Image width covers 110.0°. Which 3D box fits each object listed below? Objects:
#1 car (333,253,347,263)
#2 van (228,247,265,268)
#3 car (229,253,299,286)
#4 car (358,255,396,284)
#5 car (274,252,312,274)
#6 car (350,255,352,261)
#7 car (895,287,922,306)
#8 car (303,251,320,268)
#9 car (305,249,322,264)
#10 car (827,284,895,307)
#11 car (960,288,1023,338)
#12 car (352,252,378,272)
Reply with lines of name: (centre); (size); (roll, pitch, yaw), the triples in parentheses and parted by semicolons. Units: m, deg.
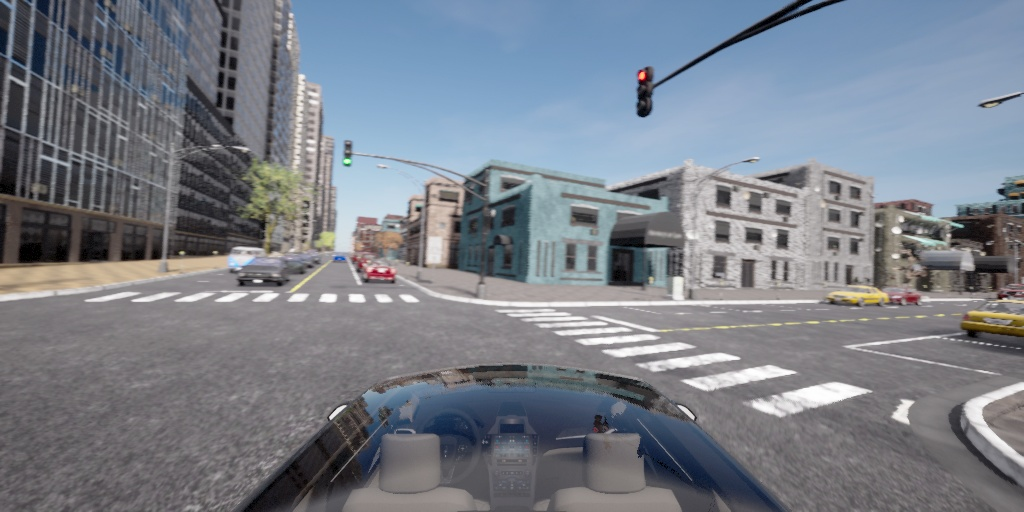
car: (-27.801, 0.266, 58.017); (1.882, 1.535, 5.008); (3, -1, -25)
van: (-19.019, 0.280, 25.748); (1.690, 1.789, 3.998); (0, 0, -25)
car: (-13.045, 0.752, 19.211); (2.033, 1.411, 5.357); (4, -1, -26)
car: (-9.054, 0.922, 24.198); (1.967, 1.591, 4.097); (0, 0, -25)
car: (-17.003, 0.636, 27.630); (1.994, 1.385, 4.181); (3, -1, -25)
car: (-23.484, 0.315, 55.029); (2.192, 1.841, 5.009); (0, 0, -25)
car: (28.086, 2.878, 26.168); (4.207, 1.307, 1.802); (0, 0, -25)
car: (-21.171, 0.480, 36.546); (2.033, 1.411, 5.357); (3, -1, -25)
car: (-25.426, 0.283, 45.736); (2.128, 1.511, 4.902); (3, -1, -25)
car: (22.904, 2.566, 23.799); (4.829, 1.417, 1.751); (0, 0, -25)
car: (16.644, 2.024, 11.723); (4.829, 1.417, 1.751); (0, 0, -25)
car: (-13.864, 0.637, 34.475); (2.192, 1.841, 5.009); (0, 0, -25)
